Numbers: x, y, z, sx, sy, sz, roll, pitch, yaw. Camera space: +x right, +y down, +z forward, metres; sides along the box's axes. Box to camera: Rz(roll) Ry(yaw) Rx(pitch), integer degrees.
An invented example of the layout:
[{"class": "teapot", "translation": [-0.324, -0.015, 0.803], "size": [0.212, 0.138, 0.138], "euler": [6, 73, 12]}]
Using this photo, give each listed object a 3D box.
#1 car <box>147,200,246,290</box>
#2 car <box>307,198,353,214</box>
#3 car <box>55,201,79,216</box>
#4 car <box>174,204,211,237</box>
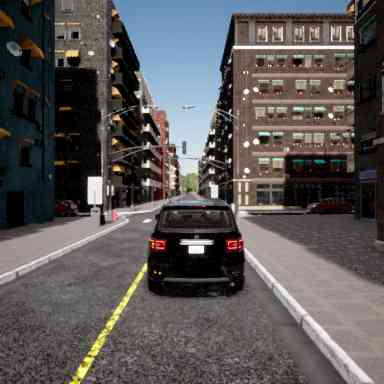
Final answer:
[{"class": "car", "translation": [0.092, 1.223, 9.197], "size": [2.150, 2.045, 5.566], "euler": [0, 0, 0]}, {"class": "car", "translation": [13.549, 1.320, 33.005], "size": [4.097, 1.590, 1.967], "euler": [-1, 0, 0]}, {"class": "car", "translation": [-13.556, 1.578, 33.075], "size": [4.097, 1.590, 1.967], "euler": [-1, 0, 0]}, {"class": "car", "translation": [-0.009, 1.509, 19.020], "size": [1.837, 1.490, 4.892], "euler": [0, 0, -1]}]
